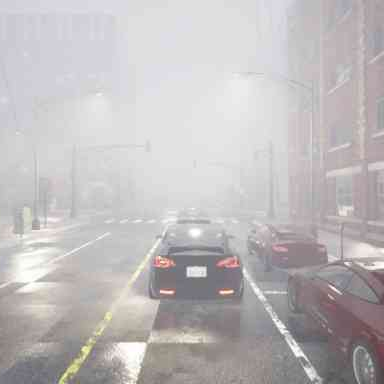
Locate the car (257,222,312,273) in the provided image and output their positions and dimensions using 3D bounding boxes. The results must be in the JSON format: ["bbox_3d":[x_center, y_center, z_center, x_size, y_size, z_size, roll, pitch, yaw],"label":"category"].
[{"bbox_3d":[2.816,1.590,10.395,1.802,1.307,4.206,1,0,0],"label":"car"}]

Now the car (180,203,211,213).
[{"bbox_3d":[0.064,1.560,17.709,2.033,1.411,5.357,0,0,-1],"label":"car"}]

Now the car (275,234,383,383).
[{"bbox_3d":[2.658,1.586,4.739,1.802,1.307,4.206,1,0,0],"label":"car"}]

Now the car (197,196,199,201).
[{"bbox_3d":[2.533,1.611,82.259,1.887,1.381,4.507,1,0,0],"label":"car"}]

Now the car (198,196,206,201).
[{"bbox_3d":[2.521,1.638,87.910,1.947,1.339,4.313,1,0,0],"label":"car"}]

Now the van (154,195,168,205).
[{"bbox_3d":[-5.798,1.387,59.671,1.690,1.788,3.998,1,0,0],"label":"van"}]

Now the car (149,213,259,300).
[{"bbox_3d":[0.083,1.510,8.437,2.163,1.488,4.792,0,0,0],"label":"car"}]

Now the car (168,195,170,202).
[{"bbox_3d":[-5.813,1.633,65.322,1.802,1.307,4.206,1,0,0],"label":"car"}]

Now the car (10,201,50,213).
[{"bbox_3d":[-18.790,1.748,38.734,4.313,1.339,1.947,0,-1,0],"label":"car"}]

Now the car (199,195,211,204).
[{"bbox_3d":[2.578,1.571,59.819,1.752,1.417,4.829,1,0,0],"label":"car"}]

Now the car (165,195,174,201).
[{"bbox_3d":[-5.859,1.623,87.931,2.008,1.369,4.403,1,0,0],"label":"car"}]

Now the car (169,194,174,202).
[{"bbox_3d":[-5.837,1.643,76.627,1.802,1.307,4.206,1,0,0],"label":"car"}]

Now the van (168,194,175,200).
[{"bbox_3d":[-5.868,1.419,93.584,1.690,1.788,3.998,1,0,0],"label":"van"}]
